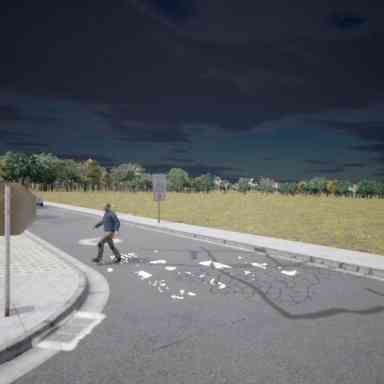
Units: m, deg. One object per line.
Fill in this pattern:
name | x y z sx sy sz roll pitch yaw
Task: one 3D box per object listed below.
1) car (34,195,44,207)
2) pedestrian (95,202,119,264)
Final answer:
car | -18.610 1.012 38.498 2.033 1.411 5.357 0 1 -36
pedestrian | -2.467 1.162 9.651 0.375 1.860 0.375 1 -1 -36
